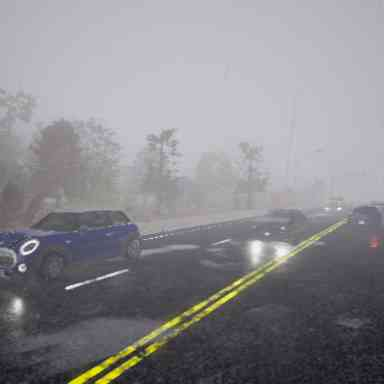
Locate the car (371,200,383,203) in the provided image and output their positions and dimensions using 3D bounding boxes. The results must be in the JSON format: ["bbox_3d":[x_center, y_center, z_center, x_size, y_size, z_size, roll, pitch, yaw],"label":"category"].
[{"bbox_3d":[19.919,1.630,35.474,2.128,1.511,4.902,1,0,33],"label":"car"}]

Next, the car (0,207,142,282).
[{"bbox_3d":[-3.528,1.276,9.759,2.097,1.767,4.553,1,0,30],"label":"car"}]

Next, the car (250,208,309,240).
[{"bbox_3d":[4.831,1.558,17.661,2.033,1.411,5.357,1,0,31],"label":"car"}]

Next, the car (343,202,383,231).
[{"bbox_3d":[11.058,1.602,21.272,1.812,1.442,4.674,1,0,31],"label":"car"}]

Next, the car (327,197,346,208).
[{"bbox_3d":[22.126,1.525,50.946,2.097,1.767,4.553,1,0,34],"label":"car"}]
